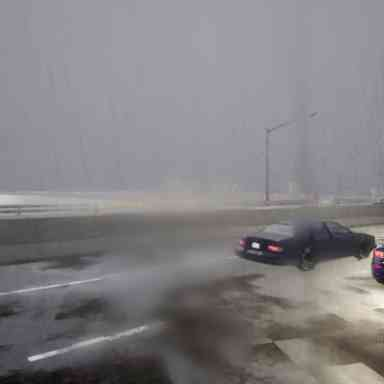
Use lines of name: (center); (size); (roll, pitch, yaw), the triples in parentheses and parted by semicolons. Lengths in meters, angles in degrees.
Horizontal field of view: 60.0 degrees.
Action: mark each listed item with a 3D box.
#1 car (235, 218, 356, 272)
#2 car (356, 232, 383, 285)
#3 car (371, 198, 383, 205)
car: (3.873, 1.565, 10.836); (5.357, 1.411, 2.033); (0, 0, -35)
car: (6.237, 1.544, 8.217); (4.674, 1.442, 1.812); (0, 0, -35)
car: (28.384, 1.616, 49.005); (5.008, 1.535, 1.882); (0, 0, -33)
